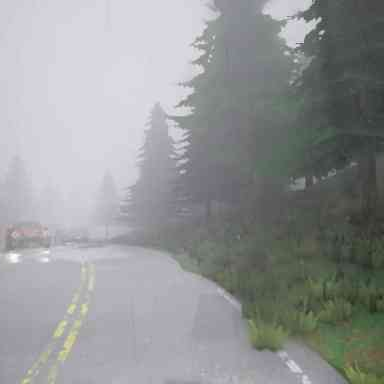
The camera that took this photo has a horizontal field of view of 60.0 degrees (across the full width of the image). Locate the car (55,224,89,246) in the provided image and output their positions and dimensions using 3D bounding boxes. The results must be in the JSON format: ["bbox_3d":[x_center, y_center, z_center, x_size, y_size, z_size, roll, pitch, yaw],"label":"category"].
[{"bbox_3d":[-8.914,3.166,24.510,1.812,1.442,4.674,1,-8,-31],"label":"car"}]

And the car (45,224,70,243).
[{"bbox_3d":[-15.756,4.889,39.229,2.150,2.045,5.566,1,-7,-16],"label":"car"}]

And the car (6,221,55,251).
[{"bbox_3d":[-9.882,2.543,19.989,2.097,1.767,4.553,1,-7,-32],"label":"car"}]
